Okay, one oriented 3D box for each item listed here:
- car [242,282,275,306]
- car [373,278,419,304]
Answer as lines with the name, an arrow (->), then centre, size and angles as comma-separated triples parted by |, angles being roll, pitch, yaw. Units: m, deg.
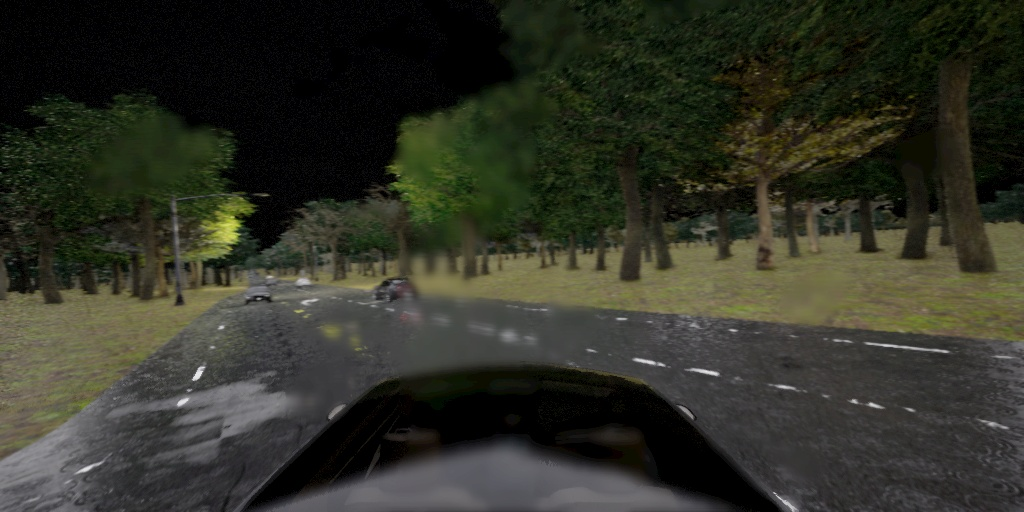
car -> -22.046, 3.353, 31.084 | 1.837, 1.490, 4.892 | -4, 0, -37
car -> -7.679, 2.219, 23.460 | 1.837, 1.490, 4.892 | -4, -1, -37
